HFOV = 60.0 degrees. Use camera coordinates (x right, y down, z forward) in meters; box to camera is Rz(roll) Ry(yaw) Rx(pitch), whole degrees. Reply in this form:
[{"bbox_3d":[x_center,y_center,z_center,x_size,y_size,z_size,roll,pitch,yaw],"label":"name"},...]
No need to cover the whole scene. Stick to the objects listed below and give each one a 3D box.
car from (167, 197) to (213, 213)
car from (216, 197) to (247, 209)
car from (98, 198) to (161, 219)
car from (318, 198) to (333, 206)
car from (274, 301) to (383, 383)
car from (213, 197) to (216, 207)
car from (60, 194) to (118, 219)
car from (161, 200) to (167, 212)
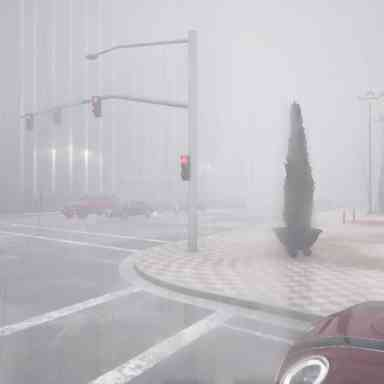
[{"bbox_3d":[-0.139,1.492,36.431,2.128,1.511,4.902,0,0,35],"label":"car"},{"bbox_3d":[5.671,1.492,44.749,2.128,1.511,4.902,0,0,35],"label":"car"},{"bbox_3d":[-5.349,1.492,28.958,2.128,1.511,4.902,0,0,35],"label":"car"},{"bbox_3d":[22.573,1.601,56.451,1.895,1.301,4.718,0,0,34],"label":"car"},{"bbox_3d":[2.793,1.352,1.978,4.553,1.767,2.097,0,0,36],"label":"car"},{"bbox_3d":[2.587,1.478,46.448,1.882,1.535,5.008,0,0,35],"label":"car"},{"bbox_3d":[-8.944,1.221,29.907,2.150,2.045,5.566,0,0,35],"label":"car"},{"bbox_3d":[-3.241,1.564,38.095,1.994,1.385,4.181,0,0,35],"label":"car"}]
